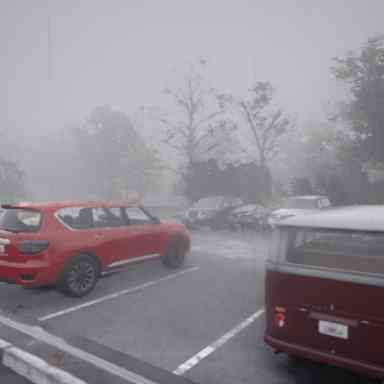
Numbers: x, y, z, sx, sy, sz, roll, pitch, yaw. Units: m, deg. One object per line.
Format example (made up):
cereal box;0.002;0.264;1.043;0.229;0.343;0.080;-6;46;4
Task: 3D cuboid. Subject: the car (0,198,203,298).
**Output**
car;-2.317;1.234;8.920;2.435;2.045;5.566;0;0;35

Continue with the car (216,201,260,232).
car;3.779;1.497;19.585;2.231;1.521;4.892;-1;0;35

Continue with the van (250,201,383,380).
van;2.797;1.246;5.427;1.878;1.987;4.442;0;0;35

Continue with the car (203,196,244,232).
car;1.576;1.265;21.097;2.435;2.045;5.566;-1;0;35

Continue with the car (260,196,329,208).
car;6.054;1.226;17.967;2.435;2.045;5.566;-1;0;35
